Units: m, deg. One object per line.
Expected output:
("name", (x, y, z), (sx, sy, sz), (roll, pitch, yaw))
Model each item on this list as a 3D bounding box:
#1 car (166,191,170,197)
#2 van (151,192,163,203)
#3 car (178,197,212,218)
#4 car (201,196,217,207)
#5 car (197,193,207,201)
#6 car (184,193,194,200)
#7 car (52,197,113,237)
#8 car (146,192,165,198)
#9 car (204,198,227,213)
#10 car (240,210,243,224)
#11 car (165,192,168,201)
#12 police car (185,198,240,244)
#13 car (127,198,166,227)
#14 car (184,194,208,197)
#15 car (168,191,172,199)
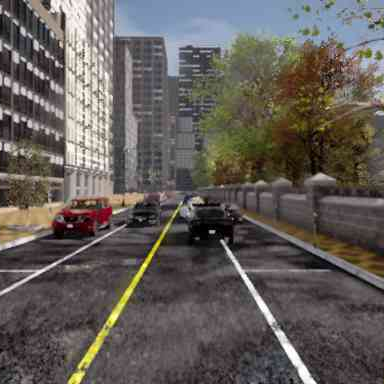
("car", (-6.020, 1.074, 67.241), (1.752, 1.417, 4.829), (0, 0, -1))
("van", (-5.914, 0.967, 56.329), (1.690, 1.788, 3.998), (0, 0, -1))
("car", (0.202, 1.361, 25.168), (1.812, 1.442, 4.674), (0, 0, -13))
("car", (2.219, 1.267, 45.218), (1.947, 1.339, 4.313), (0, 0, -1))
("car", (2.004, 0.987, 67.415), (1.967, 1.590, 4.097), (0, 0, -1))
("car", (-0.591, 0.889, 70.770), (2.128, 1.511, 4.902), (0, 0, -1))
("car", (-5.540, 1.202, 17.542), (2.192, 1.841, 5.009), (0, 0, 0))
("car", (-5.861, 0.979, 50.788), (2.192, 1.841, 5.009), (0, 0, -1))
("car", (2.326, 1.342, 34.119), (1.947, 1.339, 4.313), (0, 0, -1))
("car", (2.434, 1.401, 23.020), (2.008, 1.369, 4.403), (0, 0, -1))
("car", (-5.968, 1.168, 61.871), (1.802, 1.307, 4.206), (0, 0, -1))
("police car", (0.764, 1.325, 15.485), (1.930, 1.638, 5.238), (0, 0, 0))
("car", (-2.968, 1.365, 21.574), (1.837, 1.490, 4.892), (0, 0, -1))
("car", (0.359, 1.249, 31.599), (1.801, 1.575, 5.366), (0, 0, 4))
("car", (-6.037, 0.745, 84.032), (2.192, 1.841, 5.009), (0, 0, -1))
